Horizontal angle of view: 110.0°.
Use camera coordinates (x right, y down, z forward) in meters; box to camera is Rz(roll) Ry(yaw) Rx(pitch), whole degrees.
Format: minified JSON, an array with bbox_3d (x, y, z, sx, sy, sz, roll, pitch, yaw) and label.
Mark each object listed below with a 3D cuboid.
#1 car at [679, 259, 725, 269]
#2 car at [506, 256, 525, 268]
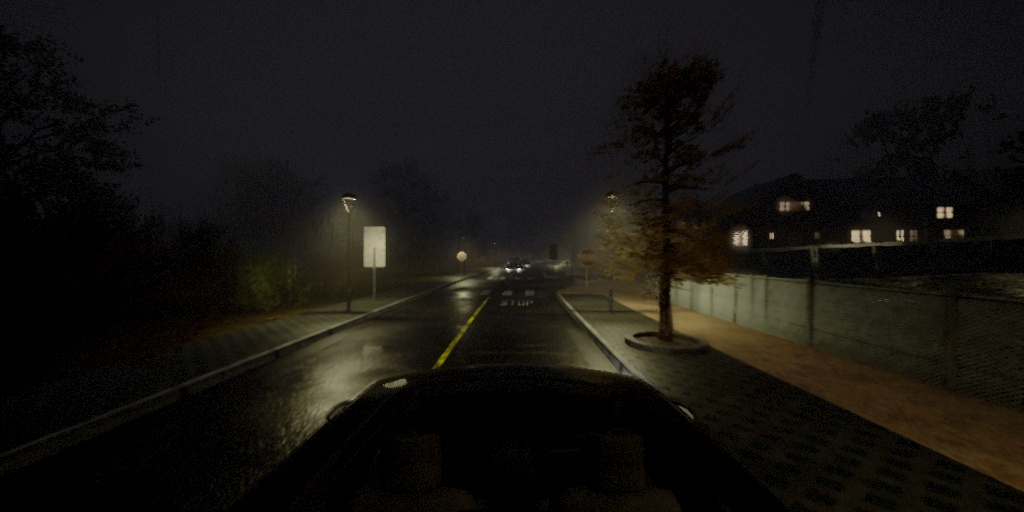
[{"bbox_3d":[12.336,0.589,22.963,4.181,1.385,1.994,-3,0,7],"label":"car"},{"bbox_3d":[0.379,0.946,54.908,2.097,1.767,4.553,0,0,7],"label":"car"}]
